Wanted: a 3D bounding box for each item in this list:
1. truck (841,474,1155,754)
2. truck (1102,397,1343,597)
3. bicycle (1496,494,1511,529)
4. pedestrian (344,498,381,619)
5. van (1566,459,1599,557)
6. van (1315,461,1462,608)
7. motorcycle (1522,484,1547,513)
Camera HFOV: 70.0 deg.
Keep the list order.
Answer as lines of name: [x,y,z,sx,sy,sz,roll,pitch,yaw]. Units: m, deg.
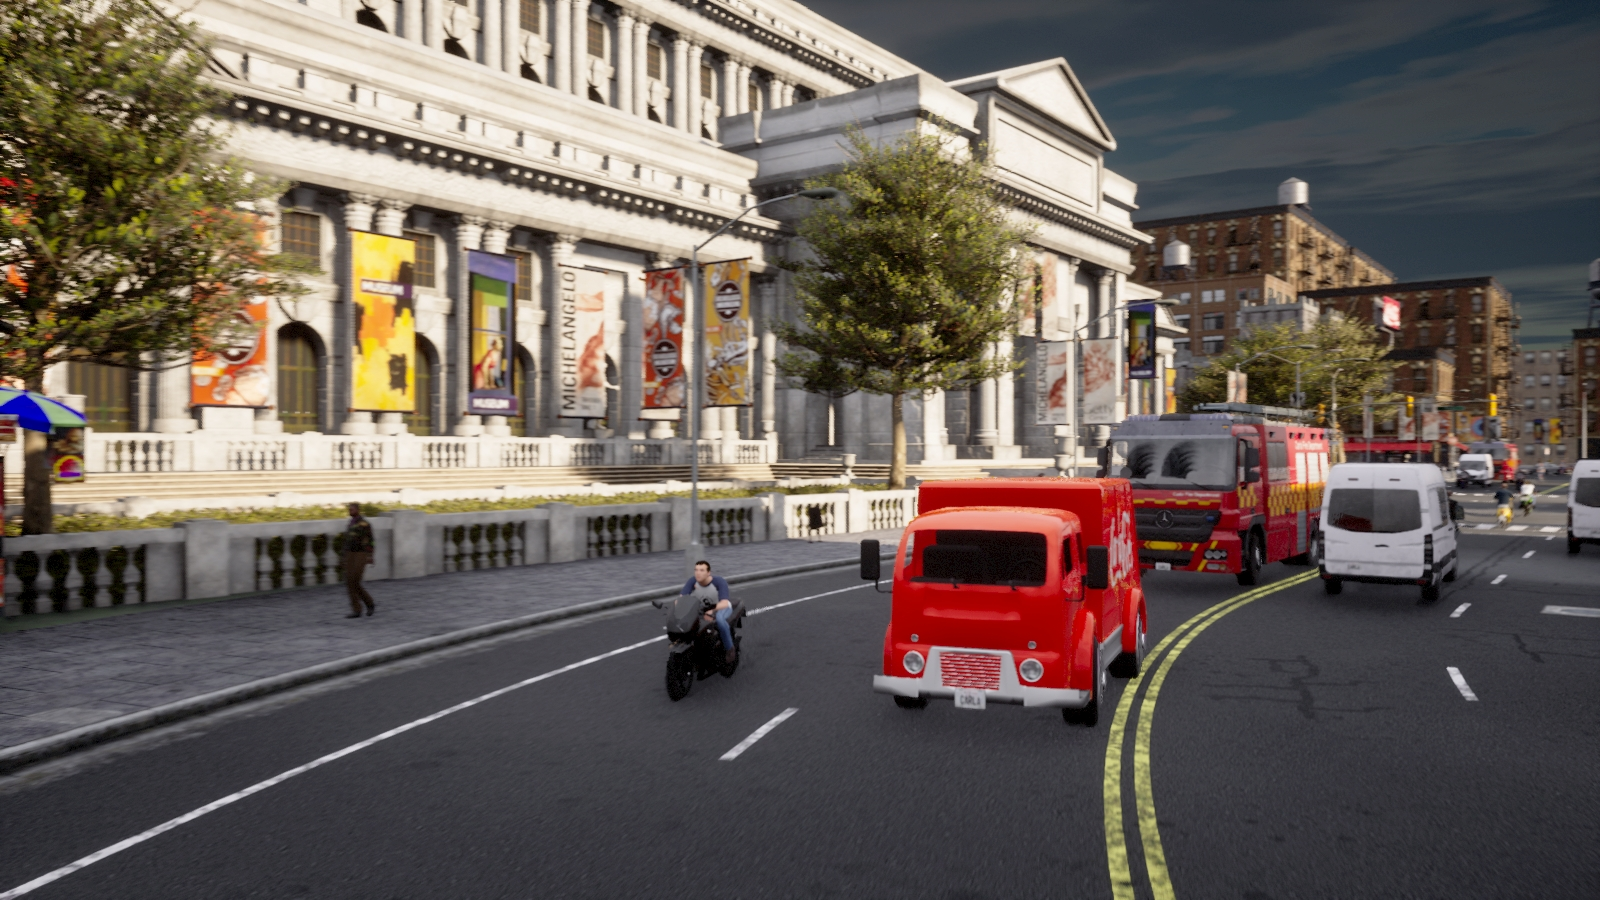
truck: [2.591,1.573,13.413,2.627,2.467,5.204,0,0,22]
truck: [9.943,0.903,26.165,2.891,3.827,8.468,0,0,37]
bicycle: [25.689,2.241,41.721,0.329,1.171,1.835,0,0,37]
pedestrian: [-6.879,1.690,17.964,0.375,1.860,0.375,0,0,26]
van: [23.201,1.562,32.546,1.988,2.561,5.915,0,0,37]
van: [12.248,1.550,23.542,1.988,2.561,5.915,0,0,34]
motorcycle: [33.870,2.222,52.674,0.856,1.236,1.805,0,0,37]
